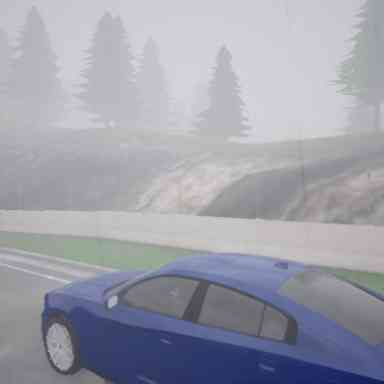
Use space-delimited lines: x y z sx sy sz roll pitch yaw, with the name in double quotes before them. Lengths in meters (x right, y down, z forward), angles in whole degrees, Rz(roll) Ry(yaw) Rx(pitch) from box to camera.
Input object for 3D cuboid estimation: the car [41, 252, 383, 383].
"car" 0.236 1.476 3.878 5.008 1.535 1.882 0 0 35
